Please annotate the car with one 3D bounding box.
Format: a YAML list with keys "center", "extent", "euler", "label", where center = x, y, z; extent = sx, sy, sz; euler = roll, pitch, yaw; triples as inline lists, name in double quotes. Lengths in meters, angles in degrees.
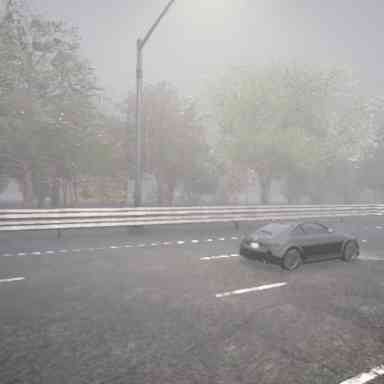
- center: [3.608, 1.600, 11.046]
  extent: [4.181, 1.385, 1.994]
  euler: [1, 0, -31]
  label: "car"
